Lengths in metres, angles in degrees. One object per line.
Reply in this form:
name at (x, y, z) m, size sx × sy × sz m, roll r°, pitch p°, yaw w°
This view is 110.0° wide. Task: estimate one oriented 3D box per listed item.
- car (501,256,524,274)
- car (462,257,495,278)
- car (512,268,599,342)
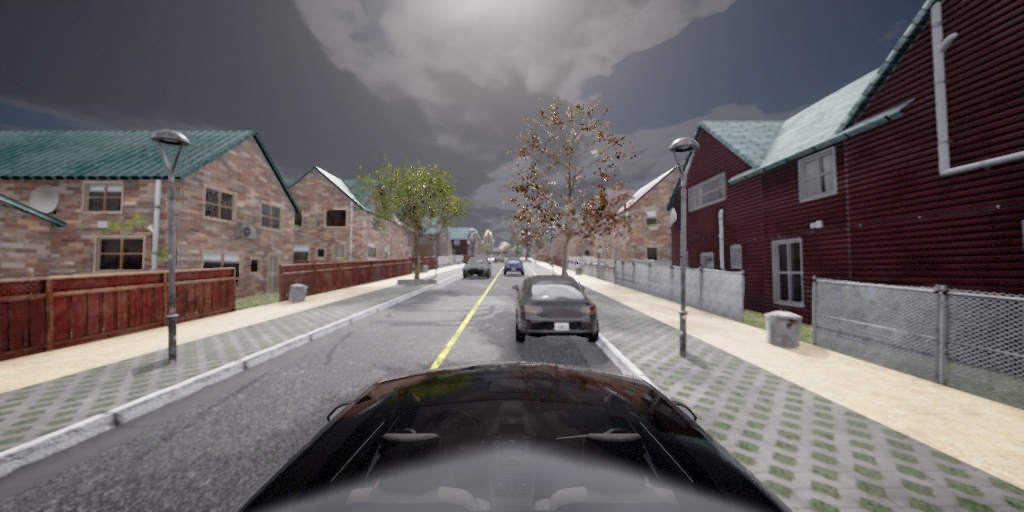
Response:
car at (0.169, 0.968, 34.377) m, size 1.812 × 1.442 × 4.674 m, roll 0°, pitch 1°, yaw 0°
car at (-2.751, 0.842, 29.239) m, size 2.097 × 1.767 × 4.553 m, roll 0°, pitch 1°, yaw 0°
car at (0.990, 1.202, 9.373) m, size 1.812 × 1.442 × 4.674 m, roll 0°, pitch 1°, yaw 0°
